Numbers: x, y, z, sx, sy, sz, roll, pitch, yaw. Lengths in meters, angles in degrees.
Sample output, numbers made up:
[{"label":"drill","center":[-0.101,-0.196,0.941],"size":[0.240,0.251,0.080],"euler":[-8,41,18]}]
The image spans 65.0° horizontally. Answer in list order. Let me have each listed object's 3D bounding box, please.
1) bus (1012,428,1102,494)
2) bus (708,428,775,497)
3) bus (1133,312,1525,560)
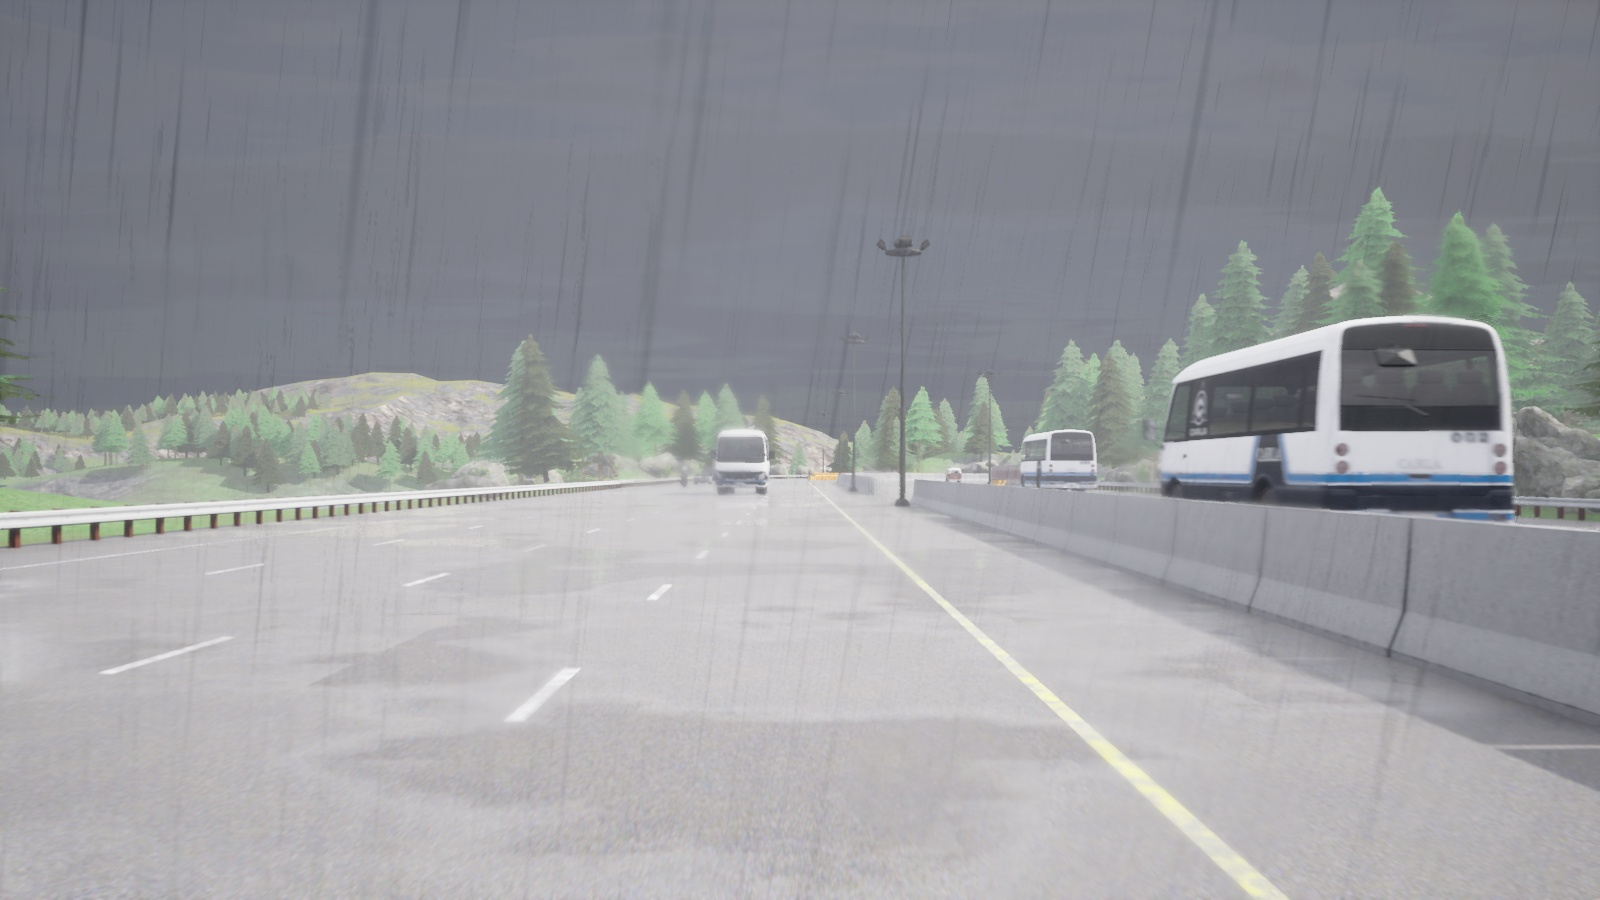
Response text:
[{"label":"bus","center":[17.295,0.799,85.449],"size":[3.944,4.253,10.273],"euler":[0,-1,0]},{"label":"bus","center":[-3.699,0.836,82.632],"size":[3.944,4.253,10.273],"euler":[0,-1,0]},{"label":"bus","center":[10.432,-0.157,26.700],"size":[3.944,4.253,10.273],"euler":[0,-1,0]}]
